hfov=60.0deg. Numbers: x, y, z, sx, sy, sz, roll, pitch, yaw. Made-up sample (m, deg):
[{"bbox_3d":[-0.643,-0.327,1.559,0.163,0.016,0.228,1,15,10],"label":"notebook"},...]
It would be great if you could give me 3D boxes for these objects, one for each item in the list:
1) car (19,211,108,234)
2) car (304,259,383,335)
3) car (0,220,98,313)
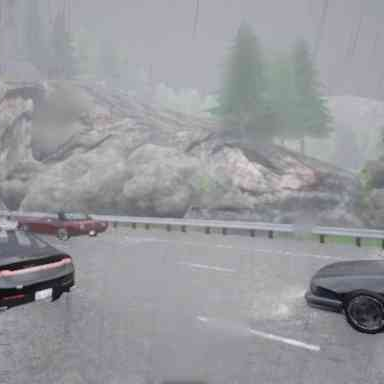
[{"bbox_3d":[-6.468,1.579,16.340,4.718,1.301,1.895,0,0,31],"label":"car"},{"bbox_3d":[4.589,1.532,4.962,5.357,1.411,2.033,0,0,35],"label":"car"},{"bbox_3d":[-4.493,1.484,6.855,4.902,1.511,2.128,0,0,33],"label":"car"}]
